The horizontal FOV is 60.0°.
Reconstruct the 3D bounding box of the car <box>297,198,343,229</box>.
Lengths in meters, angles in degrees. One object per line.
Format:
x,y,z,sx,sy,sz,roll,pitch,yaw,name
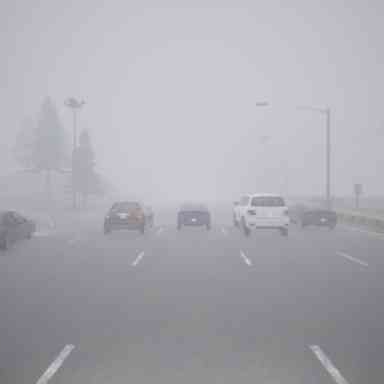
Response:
7.103,1.356,20.465,1.882,1.535,5.008,0,0,0,car

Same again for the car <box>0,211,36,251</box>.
-7.932,1.466,13.489,2.033,1.411,5.357,0,0,-11,car

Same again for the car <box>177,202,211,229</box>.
0.104,1.356,20.474,1.882,1.535,5.008,0,0,0,car

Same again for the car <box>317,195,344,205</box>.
18.275,1.206,45.894,5.008,1.535,1.882,0,1,39,car

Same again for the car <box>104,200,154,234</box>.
-3.397,1.241,18.600,2.097,1.767,4.553,0,0,0,car

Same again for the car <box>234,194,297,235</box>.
3.604,1.114,18.041,2.150,2.045,5.566,0,0,0,car
